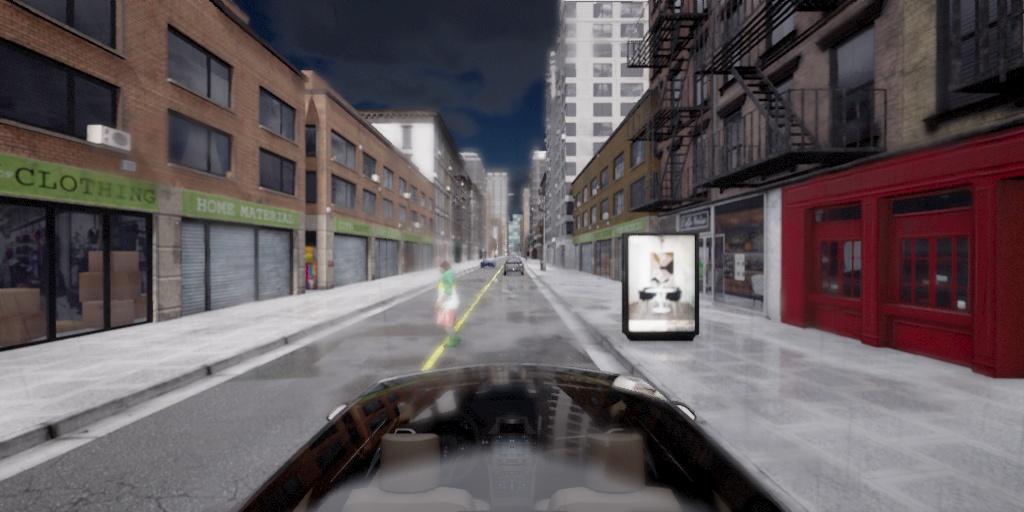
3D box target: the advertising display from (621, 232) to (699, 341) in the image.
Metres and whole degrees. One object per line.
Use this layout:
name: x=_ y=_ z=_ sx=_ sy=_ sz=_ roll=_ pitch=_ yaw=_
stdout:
advertising display: x=3.148 y=0.718 z=7.636 sx=1.540 sy=2.440 sz=0.280 roll=0 pitch=0 yaw=0

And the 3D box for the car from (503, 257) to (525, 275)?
car: x=0.177 y=0.944 z=33.958 sx=2.128 sy=1.511 sz=4.902 roll=0 pitch=0 yaw=0

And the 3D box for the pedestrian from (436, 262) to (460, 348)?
pedestrian: x=-1.353 y=0.985 z=7.614 sx=0.375 sy=1.860 sz=0.375 roll=0 pitch=0 yaw=-10

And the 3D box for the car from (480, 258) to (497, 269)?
car: x=-2.980 y=0.953 z=45.724 sx=1.895 sy=1.301 sz=4.718 roll=0 pitch=0 yaw=0
